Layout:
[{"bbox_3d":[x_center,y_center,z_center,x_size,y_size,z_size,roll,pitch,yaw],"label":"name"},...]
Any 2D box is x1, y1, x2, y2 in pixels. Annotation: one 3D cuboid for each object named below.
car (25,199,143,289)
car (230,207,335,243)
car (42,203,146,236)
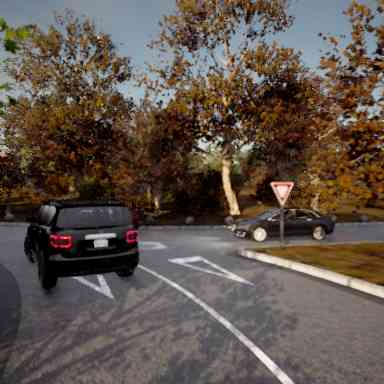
[{"bbox_3d":[-3.333,1.200,9.495,2.150,2.045,5.566,0,0,-31],"label":"car"},{"bbox_3d":[4.237,1.475,15.680,4.892,1.490,1.837,0,0,-11],"label":"car"},{"bbox_3d":[-5.172,1.436,17.910,5.008,1.535,1.882,0,1,6],"label":"car"}]
